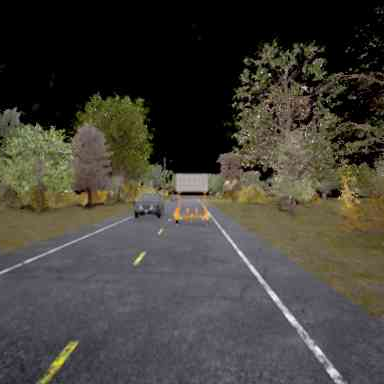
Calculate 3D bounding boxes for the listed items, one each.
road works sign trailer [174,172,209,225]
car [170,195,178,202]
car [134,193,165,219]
[{"bbox_3d":[0.004,0.408,23.268,2.380,3.560,2.880,0,0,0],"label":"road works sign trailer"},{"bbox_3d":[-3.504,1.376,69.456,1.837,1.490,4.892,0,0,0],"label":"car"},{"bbox_3d":[-3.600,1.155,28.883,2.150,2.045,5.566,0,0,0],"label":"car"}]
